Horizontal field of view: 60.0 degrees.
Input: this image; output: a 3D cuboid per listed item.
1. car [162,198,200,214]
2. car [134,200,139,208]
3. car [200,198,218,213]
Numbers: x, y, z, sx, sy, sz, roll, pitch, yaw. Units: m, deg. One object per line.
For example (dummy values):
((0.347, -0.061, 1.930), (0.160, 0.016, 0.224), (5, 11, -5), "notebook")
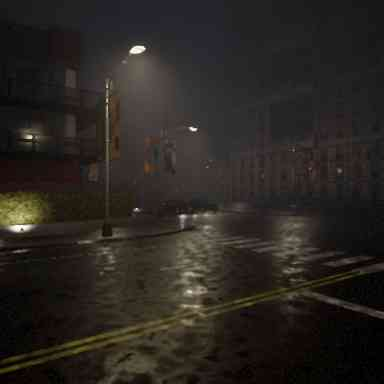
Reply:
((-1.564, 1.500, 35.141), (1.837, 1.490, 4.892), (0, 0, -35), "car")
((-8.936, 1.559, 45.823), (1.994, 1.385, 4.181), (0, 0, -34), "car")
((0.964, 1.471, 37.638), (1.882, 1.535, 5.008), (0, 0, -35), "car")
